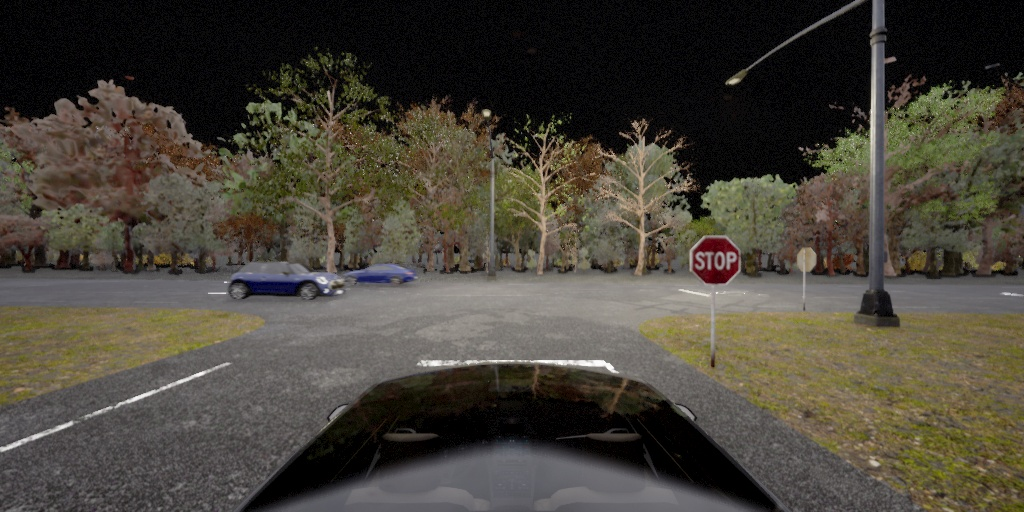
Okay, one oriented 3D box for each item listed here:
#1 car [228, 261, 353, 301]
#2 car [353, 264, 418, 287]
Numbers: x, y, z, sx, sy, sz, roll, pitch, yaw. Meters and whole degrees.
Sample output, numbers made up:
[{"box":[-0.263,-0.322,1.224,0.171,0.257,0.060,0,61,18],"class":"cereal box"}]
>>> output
[{"box":[-10.123,1.036,16.391,4.553,1.767,2.097,1,0,1],"class":"car"},{"box":[-8.550,1.218,23.387,4.674,1.442,1.812,0,0,1],"class":"car"}]
